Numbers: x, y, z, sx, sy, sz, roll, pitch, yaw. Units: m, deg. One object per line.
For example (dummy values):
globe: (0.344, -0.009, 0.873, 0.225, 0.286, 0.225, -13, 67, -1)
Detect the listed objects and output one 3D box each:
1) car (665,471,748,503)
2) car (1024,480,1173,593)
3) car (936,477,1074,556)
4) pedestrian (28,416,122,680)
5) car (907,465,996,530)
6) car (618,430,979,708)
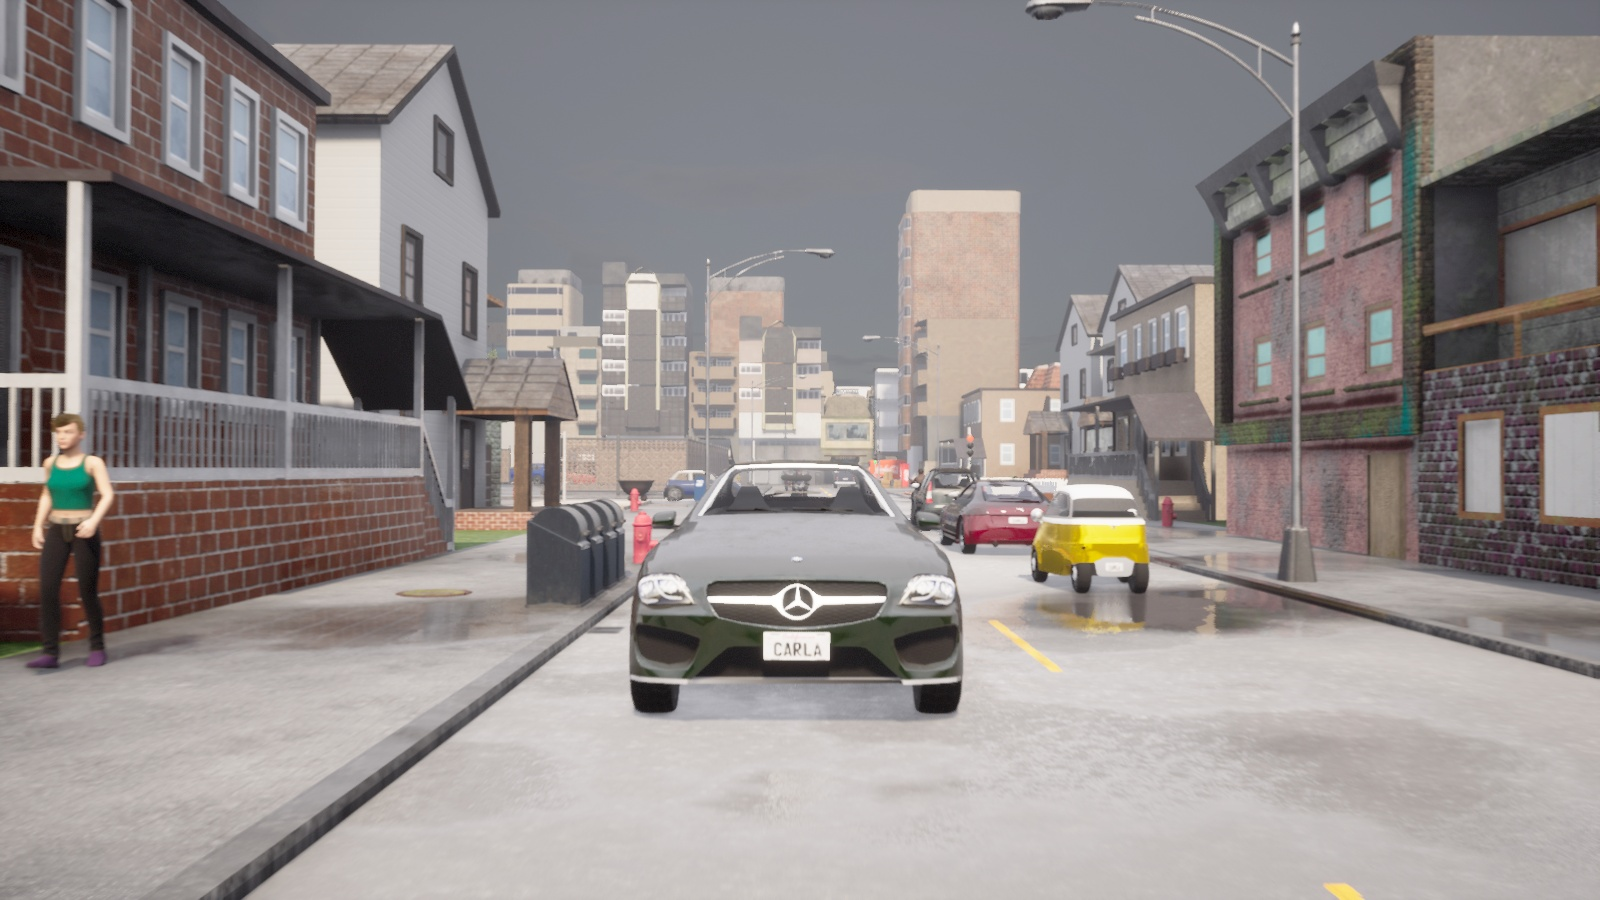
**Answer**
car: (-4.329, 1.716, 58.645, 3.806, 1.475, 1.970, 0, -1, -3)
car: (3.959, 1.118, 16.940, 1.481, 1.376, 2.207, 0, -1, 0)
car: (3.946, 1.252, 24.898, 1.994, 1.385, 4.181, 0, -1, -1)
pedestrian: (-5.203, 0.685, 9.032, 0.345, 1.836, 0.594, 0, -1, -4)
car: (3.920, 1.216, 33.175, 1.851, 1.617, 3.988, 0, -1, 0)
car: (-0.026, 0.749, 10.016, 2.152, 1.651, 5.027, 0, -1, 0)
